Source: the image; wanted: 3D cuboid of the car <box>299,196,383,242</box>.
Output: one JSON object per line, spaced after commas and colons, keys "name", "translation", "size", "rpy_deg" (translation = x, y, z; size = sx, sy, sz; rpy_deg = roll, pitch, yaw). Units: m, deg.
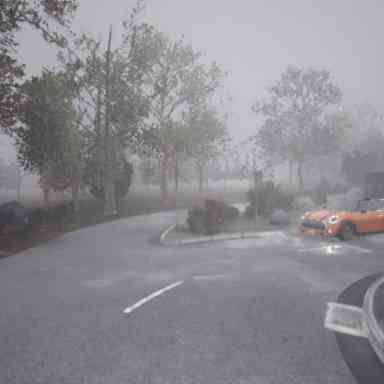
{"name": "car", "translation": [6.947, 1.045, 14.585], "size": [4.553, 1.767, 2.097], "rpy_deg": [-1, 1, -25]}
